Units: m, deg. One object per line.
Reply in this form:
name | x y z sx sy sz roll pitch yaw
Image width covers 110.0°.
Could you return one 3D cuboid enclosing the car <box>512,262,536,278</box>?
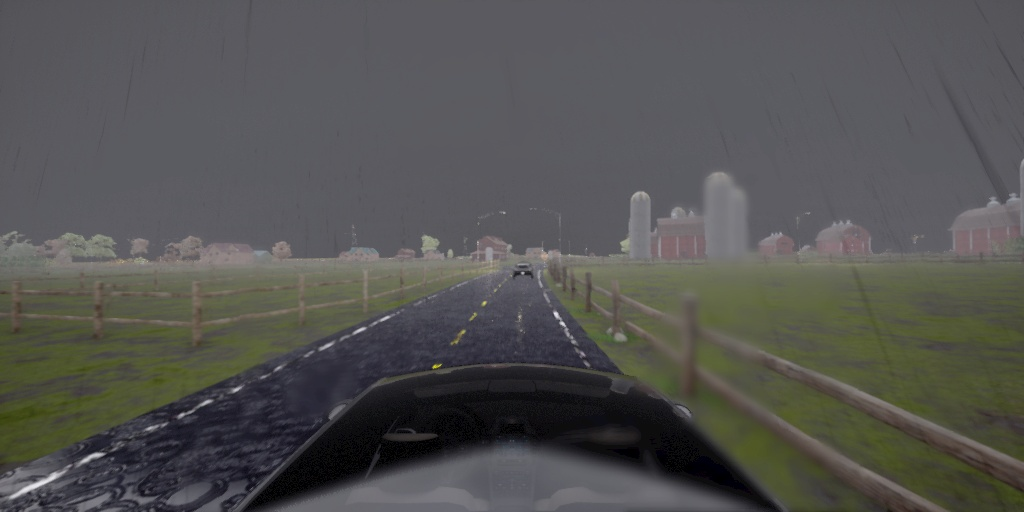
car | 1.086 1.262 32.988 1.837 1.490 4.892 0 -1 4
